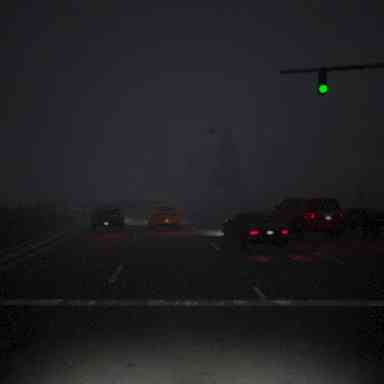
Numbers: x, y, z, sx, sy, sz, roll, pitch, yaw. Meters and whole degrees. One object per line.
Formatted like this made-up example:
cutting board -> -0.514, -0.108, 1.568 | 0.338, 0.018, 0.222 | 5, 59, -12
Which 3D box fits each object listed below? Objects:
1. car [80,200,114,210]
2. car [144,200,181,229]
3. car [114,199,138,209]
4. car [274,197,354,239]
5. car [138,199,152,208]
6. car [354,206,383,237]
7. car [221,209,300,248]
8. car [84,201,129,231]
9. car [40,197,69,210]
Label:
car -> -13.202, 1.755, 45.147 | 2.033, 1.411, 5.357 | 0, 0, -44
car -> -1.960, 1.569, 22.304 | 1.882, 1.535, 5.008 | 0, 0, -11
car -> -10.275, 1.686, 47.194 | 5.008, 1.535, 1.882 | 0, 0, 44
car -> 5.860, 1.277, 17.784 | 2.150, 2.045, 5.566 | 0, 0, -7
car -> -8.664, 1.818, 50.556 | 4.718, 1.301, 1.895 | 0, 0, 44
car -> 9.268, 1.555, 18.426 | 1.837, 1.490, 4.892 | 0, 0, -7
car -> 2.687, 1.600, 15.101 | 2.033, 1.411, 5.357 | 0, 0, -6
car -> -5.339, 1.588, 21.355 | 2.128, 1.511, 4.902 | 0, 0, -10
car -> -18.954, 1.575, 45.693 | 4.553, 1.767, 2.097 | 0, 0, 39
